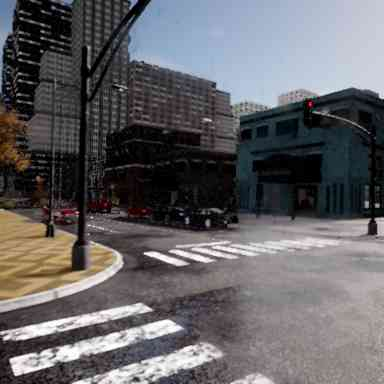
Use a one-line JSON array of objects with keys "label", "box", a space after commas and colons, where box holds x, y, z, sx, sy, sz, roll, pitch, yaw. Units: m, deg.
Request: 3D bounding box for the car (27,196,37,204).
[{"label": "car", "box": [-37.548, 1.929, 80.042, 2.192, 1.841, 5.009, 1, -1, -35]}]

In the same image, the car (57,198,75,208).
[{"label": "car", "box": [-21.741, 1.916, 57.227, 1.967, 1.590, 4.097, 1, -1, -35]}]

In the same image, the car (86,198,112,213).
[{"label": "car", "box": [-12.185, 1.711, 43.591, 2.192, 1.841, 5.009, 1, -1, -35]}]

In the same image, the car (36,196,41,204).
[{"label": "car", "box": [-31.324, 2.085, 71.053, 1.752, 1.417, 4.829, 1, -1, -35]}]

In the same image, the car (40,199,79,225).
[{"label": "car", "box": [-9.762, 1.550, 25.007, 1.967, 1.590, 4.097, 1, -1, -35]}]

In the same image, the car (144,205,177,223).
[{"label": "car", "box": [-2.061, 1.877, 29.054, 1.947, 1.339, 4.313, 1, -1, -35]}]

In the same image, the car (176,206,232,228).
[{"label": "car", "box": [1.061, 1.835, 24.548, 2.008, 1.369, 4.403, 1, -1, -35]}]

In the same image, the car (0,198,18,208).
[{"label": "car", "box": [-28.531, 1.801, 52.313, 1.752, 1.417, 4.829, 1, -1, -35]}]

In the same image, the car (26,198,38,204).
[{"label": "car", "box": [-40.713, 2.193, 84.601, 2.008, 1.369, 4.403, 1, -1, -35]}]

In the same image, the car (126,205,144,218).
[{"label": "car", "box": [-5.183, 1.919, 33.557, 1.802, 1.307, 4.206, 1, -1, -35]}]

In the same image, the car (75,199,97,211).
[{"label": "car", "box": [-15.376, 1.862, 48.133, 1.967, 1.590, 4.097, 1, -1, -35]}]
